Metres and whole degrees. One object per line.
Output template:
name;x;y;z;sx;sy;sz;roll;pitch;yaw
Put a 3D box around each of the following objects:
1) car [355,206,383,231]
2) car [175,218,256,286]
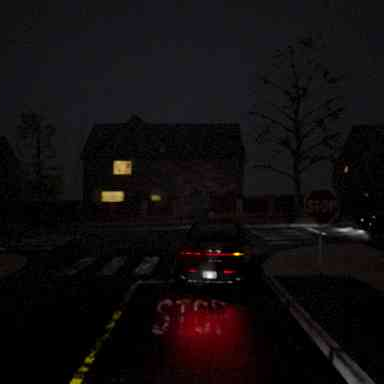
car;11.004;1.253;17.615;4.181;1.385;1.994;-1;1;0
car;0.801;1.517;9.503;1.837;1.490;4.892;-1;0;10
